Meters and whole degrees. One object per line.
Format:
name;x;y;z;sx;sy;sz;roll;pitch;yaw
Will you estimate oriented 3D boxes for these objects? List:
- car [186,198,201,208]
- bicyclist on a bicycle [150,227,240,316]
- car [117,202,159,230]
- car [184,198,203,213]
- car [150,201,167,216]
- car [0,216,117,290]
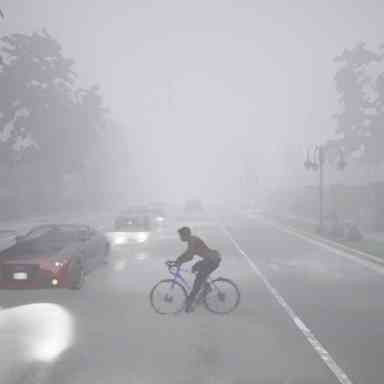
car;0.186;1.538;47.305;1.994;1.385;4.181;0;0;1
bicyclist on a bicycle;0.042;1.454;6.045;1.656;1.620;0.582;-1;0;0
car;-3.469;1.564;20.749;1.994;1.385;4.181;0;0;1
car;0.179;1.501;36.992;1.837;1.490;4.892;0;0;1
car;-3.440;1.547;32.270;2.033;1.411;5.357;0;0;1
car;-3.576;1.563;8.933;1.994;1.385;4.181;0;0;0
